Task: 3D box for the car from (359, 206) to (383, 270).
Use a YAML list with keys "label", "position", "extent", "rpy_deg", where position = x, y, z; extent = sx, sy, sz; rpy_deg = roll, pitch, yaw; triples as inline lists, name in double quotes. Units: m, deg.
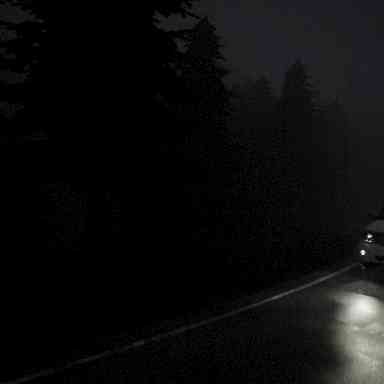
- label: "car"
  position: [7.016, 1.208, 10.320]
  extent: [2.150, 2.045, 5.566]
  rpy_deg: [1, 1, 42]
